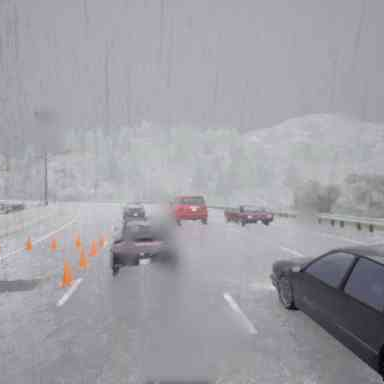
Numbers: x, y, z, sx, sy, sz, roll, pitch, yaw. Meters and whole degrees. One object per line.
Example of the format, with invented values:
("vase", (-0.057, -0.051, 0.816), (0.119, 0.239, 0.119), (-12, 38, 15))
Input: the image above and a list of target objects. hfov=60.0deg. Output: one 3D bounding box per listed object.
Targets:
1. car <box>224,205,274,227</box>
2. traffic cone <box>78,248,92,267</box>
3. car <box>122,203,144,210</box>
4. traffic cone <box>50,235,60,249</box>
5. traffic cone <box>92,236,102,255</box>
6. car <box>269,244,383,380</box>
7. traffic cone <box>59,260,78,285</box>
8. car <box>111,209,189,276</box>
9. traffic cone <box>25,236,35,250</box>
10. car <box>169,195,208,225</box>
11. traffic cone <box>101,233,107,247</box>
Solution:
("car", (3.640, 1.538, 22.268), (1.895, 1.301, 4.718), (-1, 0, -11))
("traffic cone", (-3.451, 2.061, 10.553), (0.340, 0.580, 0.340), (-1, 0, -7))
("car", (-5.226, 1.706, 29.776), (1.812, 1.442, 4.674), (-1, 0, -14))
("traffic cone", (-5.918, 2.132, 14.283), (0.340, 0.580, 0.340), (-1, 0, -7))
("traffic cone", (-3.692, 2.071, 12.538), (0.340, 0.580, 0.340), (-1, 0, -7))
("car", (2.800, 1.481, 4.692), (2.033, 1.411, 5.357), (-1, 0, -6))
("traffic cone", (-3.210, 2.052, 8.567), (0.340, 0.580, 0.340), (-1, 0, -7))
("car", (-1.507, 1.547, 10.724), (2.128, 1.511, 4.902), (-1, 0, -8))
("traffic cone", (-6.910, 2.158, 14.162), (0.340, 0.580, 0.340), (-1, 0, -7))
("car", (-0.373, 1.267, 24.426), (2.150, 2.045, 5.566), (-1, 0, -11))
("traffic cone", (-3.933, 2.080, 14.524), (0.340, 0.580, 0.340), (-1, 0, -7))
